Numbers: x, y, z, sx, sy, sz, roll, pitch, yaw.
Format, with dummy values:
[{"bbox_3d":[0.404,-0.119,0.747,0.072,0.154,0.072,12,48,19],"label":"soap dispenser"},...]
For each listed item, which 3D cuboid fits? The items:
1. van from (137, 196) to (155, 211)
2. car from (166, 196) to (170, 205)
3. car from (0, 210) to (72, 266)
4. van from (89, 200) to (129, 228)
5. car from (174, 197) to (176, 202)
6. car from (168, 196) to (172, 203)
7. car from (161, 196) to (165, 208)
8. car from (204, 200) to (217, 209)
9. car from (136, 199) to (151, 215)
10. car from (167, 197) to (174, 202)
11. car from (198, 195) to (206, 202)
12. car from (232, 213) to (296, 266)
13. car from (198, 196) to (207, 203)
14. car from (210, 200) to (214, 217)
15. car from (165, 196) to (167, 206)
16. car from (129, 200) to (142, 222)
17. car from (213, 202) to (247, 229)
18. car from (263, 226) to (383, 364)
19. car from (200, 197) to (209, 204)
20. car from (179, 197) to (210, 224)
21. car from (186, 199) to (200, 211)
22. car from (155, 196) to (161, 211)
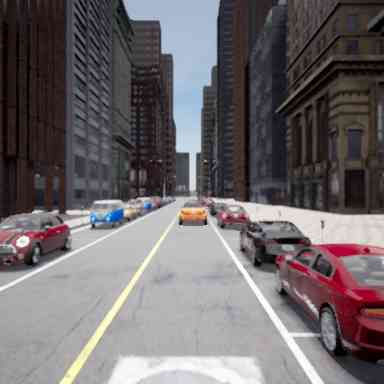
[{"bbox_3d":[-5.778,1.571,39.795,1.690,1.788,3.998,0,0,0],"label":"van"},{"bbox_3d":[-5.784,1.933,62.340,1.947,1.339,4.313,0,0,0],"label":"car"},{"bbox_3d":[-5.769,1.506,11.612,1.967,1.590,4.097,0,0,0],"label":"car"},{"bbox_3d":[-5.773,1.471,22.886,1.690,1.788,3.998,0,0,0],"label":"van"},{"bbox_3d":[-5.792,2.038,84.716,1.752,1.417,4.829,0,0,0],"label":"car"},{"bbox_3d":[-5.786,1.953,67.976,2.008,1.369,4.403,0,0,0],"label":"car"},{"bbox_3d":[-5.782,1.613,51.068,2.192,1.841,5.009,0,0,0],"label":"car"},{"bbox_3d":[2.744,1.881,51.075,1.802,1.307,4.206,0,0,0],"label":"car"},{"bbox_3d":[-5.776,1.746,34.157,2.008,1.369,4.403,0,0,0],"label":"car"},{"bbox_3d":[-5.793,2.134,90.522,1.802,1.307,4.206,0,0,0],"label":"car"},{"bbox_3d":[2.730,1.868,90.530,2.192,1.841,5.009,0,0,0],"label":"car"},{"bbox_3d":[2.756,1.633,11.622,1.947,1.339,4.313,0,0,0],"label":"car"},{"bbox_3d":[2.732,1.830,84.893,2.192,1.841,5.009,0,0,0],"label":"car"},{"bbox_3d":[2.749,1.762,34.166,1.947,1.339,4.313,0,0,0],"label":"car"},{"bbox_3d":[-5.783,1.898,56.704,1.947,1.339,4.313,0,0,0],"label":"car"},{"bbox_3d":[-5.774,1.687,28.351,1.752,1.417,4.829,0,0,0],"label":"car"},{"bbox_3d":[2.752,1.571,22.895,1.967,1.590,4.097,0,0,0],"label":"car"},{"bbox_3d":[2.758,1.580,5.986,1.887,1.381,4.507,0,0,0],"label":"car"},{"bbox_3d":[2.736,1.880,73.621,1.967,1.590,4.097,0,0,0],"label":"car"},{"bbox_3d":[0.093,1.504,26.394,2.097,1.767,4.553,0,0,0],"label":"car"},{"bbox_3d":[0.085,1.773,46.374,1.837,1.490,4.892,0,-1,0],"label":"car"},{"bbox_3d":[-5.780,1.704,45.431,1.967,1.590,4.097,0,0,0],"label":"car"}]
